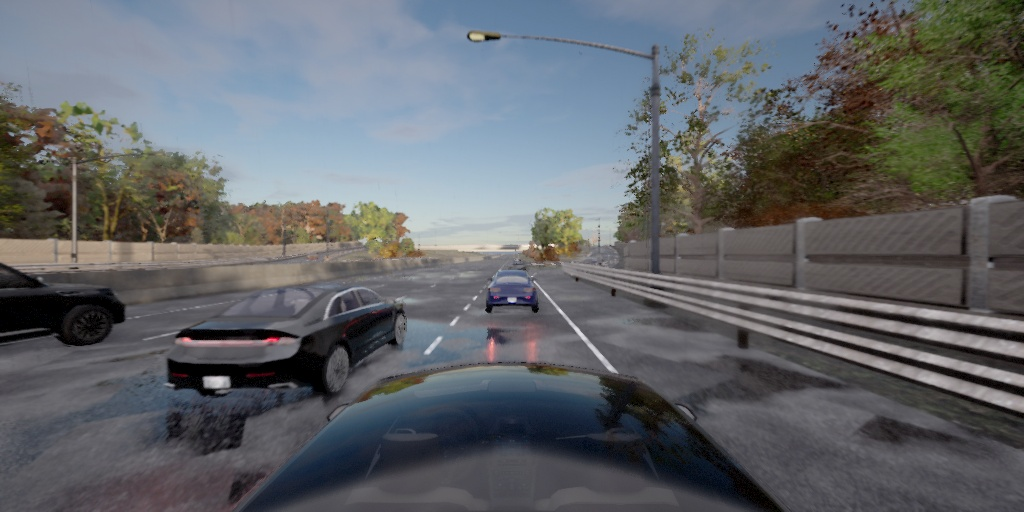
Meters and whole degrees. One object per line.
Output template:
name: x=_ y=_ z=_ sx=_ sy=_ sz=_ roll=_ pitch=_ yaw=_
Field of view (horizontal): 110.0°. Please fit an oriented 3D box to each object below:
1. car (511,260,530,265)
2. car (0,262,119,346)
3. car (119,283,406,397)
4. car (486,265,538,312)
car: x=0.878 y=1.235 z=40.044 sx=2.128 sy=1.511 sz=4.902 roll=0 pitch=0 yaw=8
car: x=-10.398 y=0.970 z=6.215 sx=2.150 sy=2.045 sz=5.566 roll=0 pitch=0 yaw=0
car: x=-3.395 y=1.240 z=6.550 sx=2.128 sy=1.511 sz=4.902 roll=0 pitch=0 yaw=0
car: x=0.003 y=1.272 z=14.125 sx=1.812 sy=1.442 sz=4.674 roll=0 pitch=0 yaw=0
